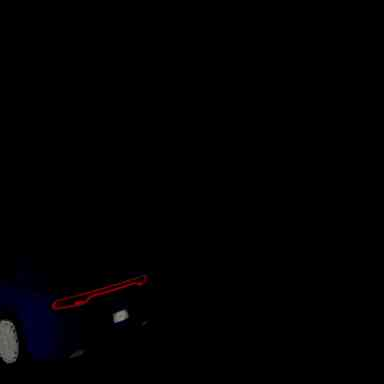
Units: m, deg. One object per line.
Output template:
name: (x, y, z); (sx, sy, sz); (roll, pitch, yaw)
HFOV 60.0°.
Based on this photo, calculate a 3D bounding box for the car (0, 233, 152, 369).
car: (-2.948, 1.469, 5.790); (5.008, 1.535, 1.882); (0, 0, 35)
